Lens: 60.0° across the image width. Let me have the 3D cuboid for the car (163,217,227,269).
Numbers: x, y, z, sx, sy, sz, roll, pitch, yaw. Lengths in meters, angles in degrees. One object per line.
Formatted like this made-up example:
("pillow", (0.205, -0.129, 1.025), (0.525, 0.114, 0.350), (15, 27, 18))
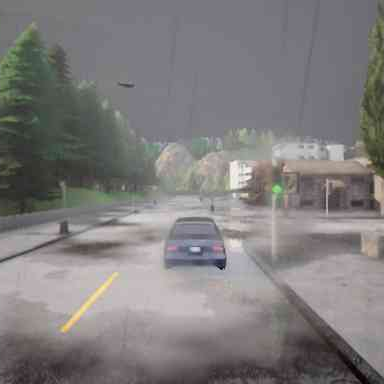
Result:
("car", (0.088, 1.544, 11.158), (2.033, 1.411, 5.357), (0, 0, 0))
